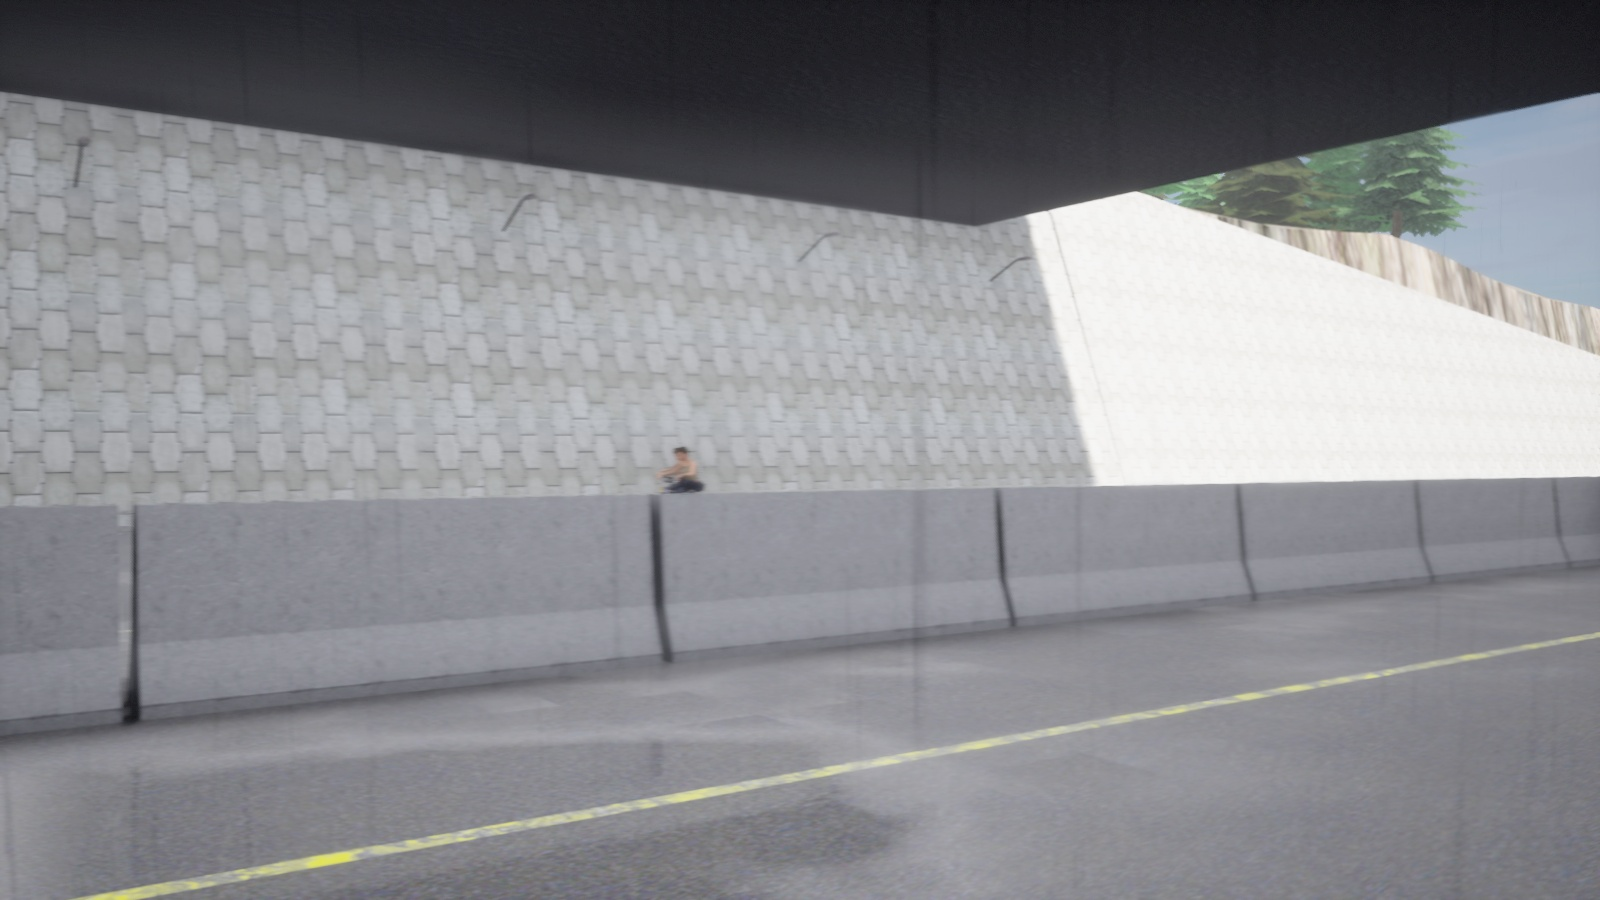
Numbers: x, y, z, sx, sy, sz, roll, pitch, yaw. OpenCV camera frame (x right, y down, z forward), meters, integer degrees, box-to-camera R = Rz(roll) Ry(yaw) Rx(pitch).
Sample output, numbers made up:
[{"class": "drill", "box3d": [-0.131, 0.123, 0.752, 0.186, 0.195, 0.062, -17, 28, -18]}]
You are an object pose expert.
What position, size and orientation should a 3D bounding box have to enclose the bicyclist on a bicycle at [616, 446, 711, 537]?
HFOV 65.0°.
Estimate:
[{"class": "bicyclist on a bicycle", "box3d": [-2.516, 0.744, 23.228, 1.509, 1.612, 0.866, 0, 0, -35]}]
